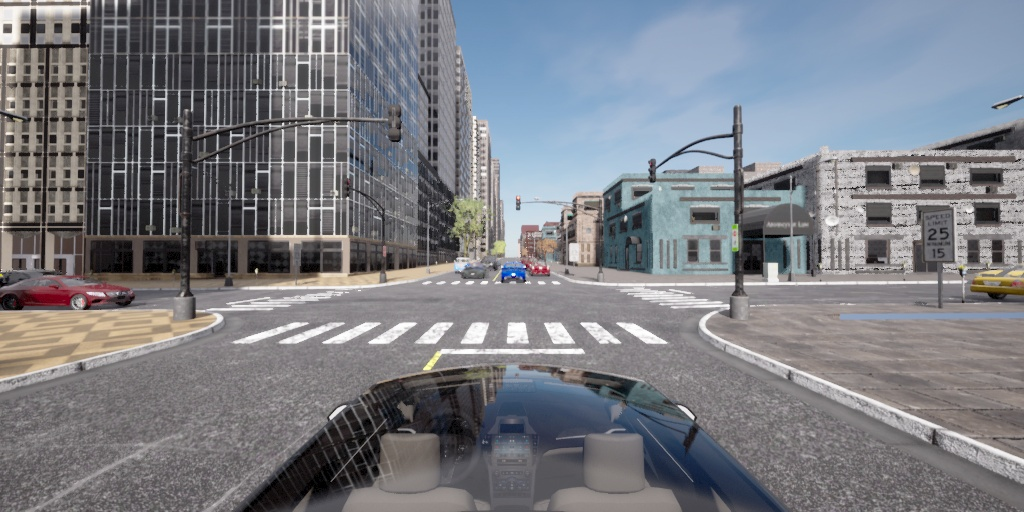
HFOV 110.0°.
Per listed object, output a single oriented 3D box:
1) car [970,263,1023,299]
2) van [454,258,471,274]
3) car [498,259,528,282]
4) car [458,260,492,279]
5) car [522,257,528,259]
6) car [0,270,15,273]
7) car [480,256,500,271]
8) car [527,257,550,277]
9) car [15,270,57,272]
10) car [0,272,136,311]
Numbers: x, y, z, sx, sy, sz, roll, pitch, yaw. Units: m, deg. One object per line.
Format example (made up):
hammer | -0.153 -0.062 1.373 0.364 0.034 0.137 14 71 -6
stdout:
car | 20.694 0.994 13.691 4.829 1.417 1.751 0 0 1
van | -5.677 1.096 41.540 1.690 1.789 3.998 0 0 0
car | 0.109 1.232 29.415 1.882 1.535 5.008 0 0 0
car | -3.175 1.318 31.800 1.994 1.385 4.181 0 0 3
car | 2.706 1.070 47.250 2.192 1.841 5.009 0 0 0
car | -23.098 1.325 14.125 4.097 1.591 1.967 0 0 1
car | -3.079 0.977 48.595 2.150 2.045 5.566 0 0 0
car | 2.702 1.194 35.902 1.967 1.591 4.097 0 0 0
car | -22.174 1.400 16.720 5.008 1.535 1.882 -1 -1 1
car | -17.415 1.413 14.069 4.207 1.307 1.802 0 0 1
